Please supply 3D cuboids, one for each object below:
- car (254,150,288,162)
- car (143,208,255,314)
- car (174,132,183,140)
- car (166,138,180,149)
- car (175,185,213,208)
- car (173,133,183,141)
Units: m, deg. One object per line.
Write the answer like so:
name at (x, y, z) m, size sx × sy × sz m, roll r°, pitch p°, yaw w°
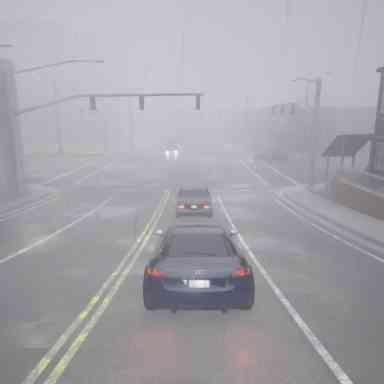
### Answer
car at (9.810, -4.502, 41.314) m, size 4.181 × 1.385 × 1.994 m, roll 0°, pitch 12°, yaw -1°
car at (0.106, 1.346, 7.397) m, size 1.994 × 1.385 × 4.181 m, roll 0°, pitch 3°, yaw 0°
car at (-3.458, -14.564, 86.166) m, size 2.097 × 1.767 × 4.553 m, roll 0°, pitch 12°, yaw 0°
car at (-3.544, -8.297, 58.772) m, size 1.895 × 1.301 × 4.718 m, roll 0°, pitch 12°, yaw -2°
car at (0.101, 0.361, 17.284) m, size 2.033 × 1.411 × 5.357 m, roll 0°, pitch 8°, yaw 0°
car at (-3.465, -11.232, 71.786) m, size 2.128 × 1.511 × 4.902 m, roll 0°, pitch 12°, yaw 0°
